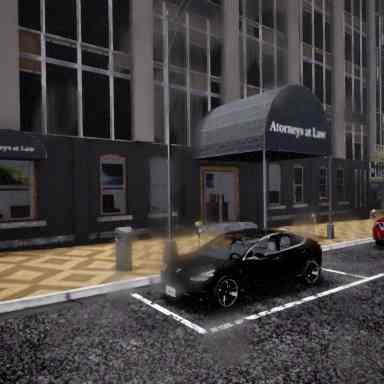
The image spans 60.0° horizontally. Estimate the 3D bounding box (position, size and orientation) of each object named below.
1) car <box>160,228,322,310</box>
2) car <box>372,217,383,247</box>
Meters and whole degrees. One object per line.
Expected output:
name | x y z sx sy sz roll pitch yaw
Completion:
car | 1.325 1.564 7.805 4.313 1.339 1.947 0 -1 -37
car | 9.603 1.310 14.003 5.009 1.841 2.192 0 -1 -37
